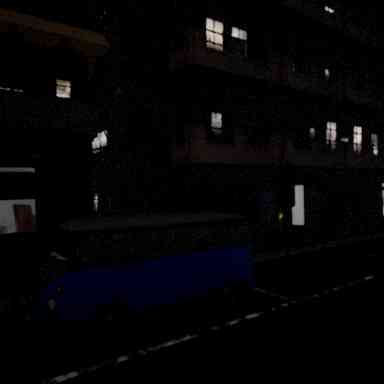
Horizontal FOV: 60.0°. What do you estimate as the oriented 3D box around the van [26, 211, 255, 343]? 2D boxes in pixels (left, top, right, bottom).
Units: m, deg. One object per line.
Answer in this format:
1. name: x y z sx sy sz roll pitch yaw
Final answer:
1. van: -0.685 1.294 6.075 3.998 1.788 1.690 -1 0 -35
